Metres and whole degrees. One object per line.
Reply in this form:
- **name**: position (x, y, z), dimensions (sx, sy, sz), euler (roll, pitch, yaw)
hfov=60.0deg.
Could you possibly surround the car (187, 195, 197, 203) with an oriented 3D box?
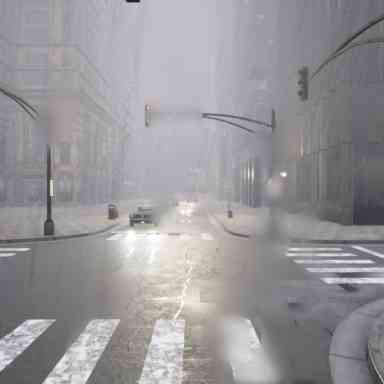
- **car**: position (0.075, 1.367, 69.700), dimensions (2.097, 1.767, 4.553), euler (0, 0, 0)

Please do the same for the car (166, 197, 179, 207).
- **car**: position (-3.071, 1.531, 53.213), dimensions (1.812, 1.442, 4.674), euler (0, 0, 0)

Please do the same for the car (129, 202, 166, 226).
- **car**: position (-3.108, 1.601, 23.227), dimensions (1.895, 1.301, 4.718), euler (0, 0, 0)

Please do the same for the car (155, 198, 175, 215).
- **car**: position (-3.105, 1.565, 33.170), dimensions (1.994, 1.385, 4.181), euler (0, 0, 0)

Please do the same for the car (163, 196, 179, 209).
- **car**: position (-3.111, 1.354, 43.171), dimensions (2.097, 1.767, 4.553), euler (0, 0, 0)
